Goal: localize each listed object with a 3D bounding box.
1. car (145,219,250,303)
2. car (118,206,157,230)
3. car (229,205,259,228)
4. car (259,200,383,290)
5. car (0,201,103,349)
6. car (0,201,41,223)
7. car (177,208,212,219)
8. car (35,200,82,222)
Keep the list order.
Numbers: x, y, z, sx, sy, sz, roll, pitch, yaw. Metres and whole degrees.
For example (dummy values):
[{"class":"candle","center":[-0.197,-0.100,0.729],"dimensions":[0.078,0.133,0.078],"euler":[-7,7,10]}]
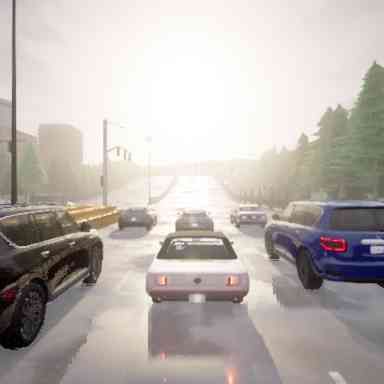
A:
[{"class":"car","center":[0.110,1.597,8.125],"dimensions":[1.895,1.301,4.718],"euler":[0,0,0]},{"class":"car","center":[-3.371,1.553,21.210],"dimensions":[1.994,1.385,4.181],"euler":[0,0,0]},{"class":"car","center":[3.628,1.536,21.978],"dimensions":[2.033,1.411,5.357],"euler":[0,0,0]},{"class":"car","center":[3.619,1.217,9.201],"dimensions":[2.150,2.045,5.566],"euler":[0,0,-1]},{"class":"car","center":[-3.391,1.219,6.381],"dimensions":[2.150,2.045,5.566],"euler":[0,0,0]},{"class":"car","center":[-13.965,1.523,26.402],"dimensions":[1.812,1.442,4.674],"euler":[0,0,0]},{"class":"car","center":[0.125,1.555,17.976],"dimensions":[1.994,1.385,4.181],"euler":[0,0,0]},{"class":"car","center":[-10.464,1.429,26.435],"dimensions":[1.812,1.442,4.674],"euler":[0,0,0]}]
